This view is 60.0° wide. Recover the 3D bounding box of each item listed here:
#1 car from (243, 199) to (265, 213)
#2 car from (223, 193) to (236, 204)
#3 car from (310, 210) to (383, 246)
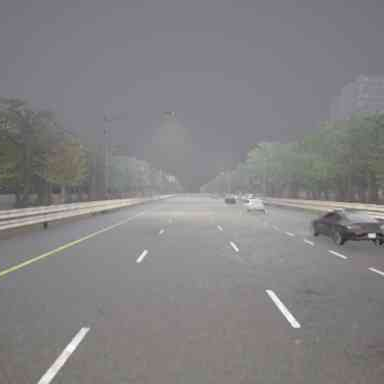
[{"bbox_3d":[7.066,1.567,38.033,1.812,1.442,4.674,0,0,0],"label":"car"},{"bbox_3d":[7.182,1.541,63.720,1.882,1.535,5.008,0,0,0],"label":"car"},{"bbox_3d":[7.009,1.542,15.257,1.812,1.442,4.674,0,0,0],"label":"car"}]
